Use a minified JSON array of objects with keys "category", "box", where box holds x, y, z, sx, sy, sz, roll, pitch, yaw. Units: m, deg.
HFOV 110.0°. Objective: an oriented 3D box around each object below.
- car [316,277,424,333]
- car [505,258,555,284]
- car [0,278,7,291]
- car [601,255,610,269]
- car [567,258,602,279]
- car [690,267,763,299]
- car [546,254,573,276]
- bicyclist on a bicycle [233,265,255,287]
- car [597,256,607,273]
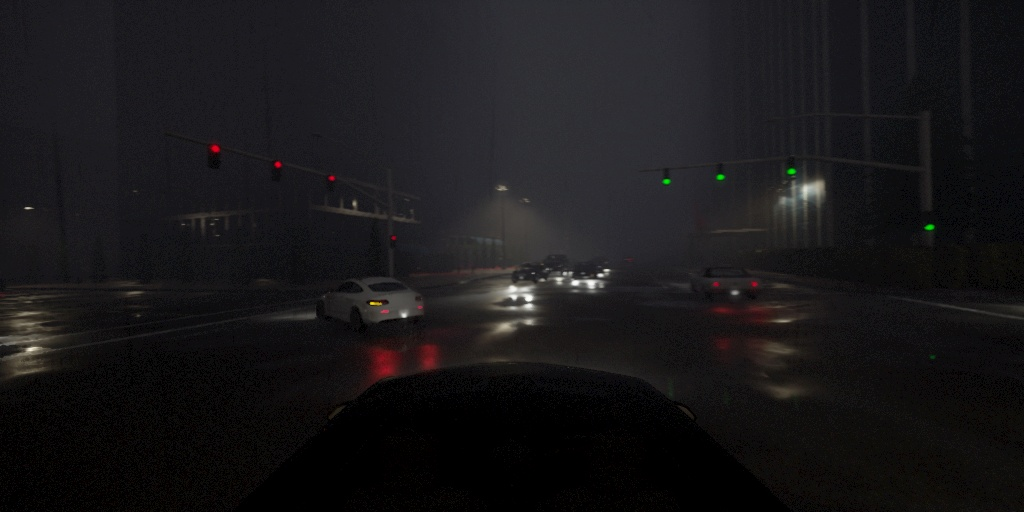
[{"category":"car","box":[-4.522,1.381,11.263,1.812,1.442,4.674,-1,-1,-45]},{"category":"car","box":[1.437,1.200,26.876,2.128,1.511,4.902,-1,0,19]},{"category":"car","box":[-44.598,2.295,29.913,4.902,1.511,2.128,-1,0,18]},{"category":"car","box":[11.817,0.808,47.670,2.097,1.767,4.553,-1,0,18]},{"category":"car","box":[6.176,1.159,30.104,1.994,1.385,4.181,-1,0,18]},{"category":"car","box":[9.319,1.125,16.067,1.895,1.301,4.718,-1,0,17]},{"category":"car","box":[4.456,0.856,36.246,2.150,2.045,5.566,-1,0,18]},{"category":"bicyclist on a bicycle","box":[-20.156,1.523,27.006,0.582,1.620,1.656,-1,0,18]},{"category":"car","box":[8.795,1.057,38.312,1.812,1.442,4.674,-1,0,18]}]
